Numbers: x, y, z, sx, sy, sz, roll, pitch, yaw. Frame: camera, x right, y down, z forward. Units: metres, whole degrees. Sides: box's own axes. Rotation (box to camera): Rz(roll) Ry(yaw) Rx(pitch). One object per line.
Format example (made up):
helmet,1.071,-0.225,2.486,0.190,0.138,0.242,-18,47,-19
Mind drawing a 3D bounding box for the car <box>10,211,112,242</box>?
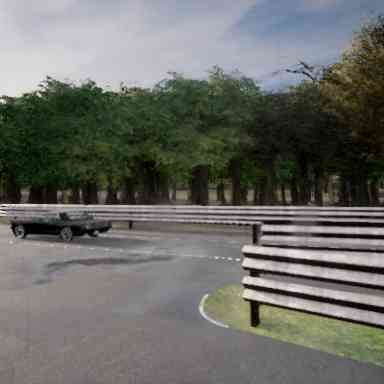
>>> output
car,-6.215,1.519,15.570,4.718,1.301,1.895,-1,-1,25
